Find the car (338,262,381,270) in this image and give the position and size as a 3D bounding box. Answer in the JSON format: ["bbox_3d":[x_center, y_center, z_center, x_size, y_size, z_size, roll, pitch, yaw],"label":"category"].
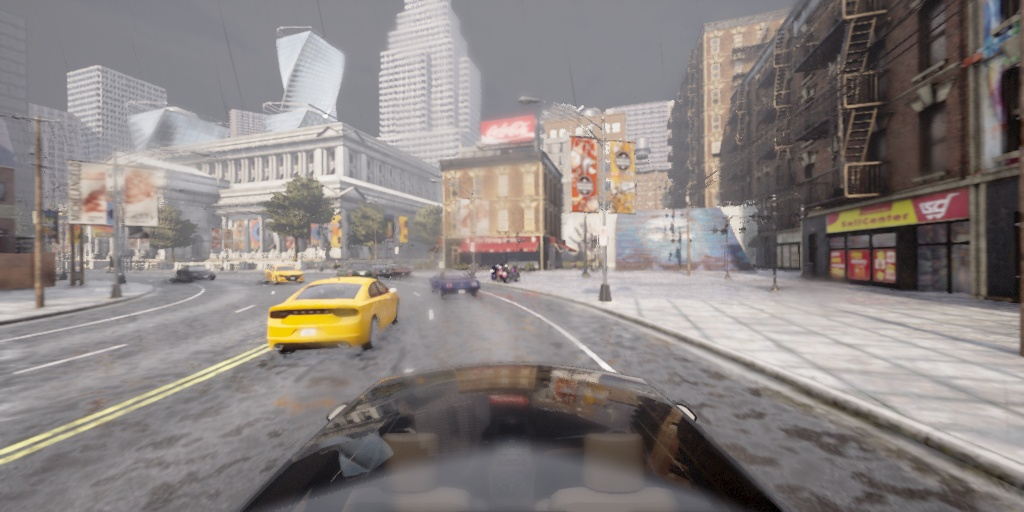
[{"bbox_3d":[-11.481,1.238,26.339,2.097,1.767,4.553,-1,0,-35],"label":"car"}]

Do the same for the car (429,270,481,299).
[{"bbox_3d":[-3.150,1.396,18.810,1.895,1.301,4.718,-1,0,-21],"label":"car"}]

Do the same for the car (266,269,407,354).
[{"bbox_3d":[-4.114,1.275,9.110,1.882,1.535,5.008,0,0,-8],"label":"car"}]

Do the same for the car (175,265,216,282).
[{"bbox_3d":[-29.375,1.600,33.239,4.674,1.442,1.812,-1,0,31],"label":"car"}]

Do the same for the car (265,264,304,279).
[{"bbox_3d":[-18.295,1.435,28.806,5.008,1.535,1.882,-1,0,45],"label":"car"}]

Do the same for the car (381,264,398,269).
[{"bbox_3d":[-13.282,1.458,34.064,2.033,1.411,5.357,0,0,-45],"label":"car"}]
